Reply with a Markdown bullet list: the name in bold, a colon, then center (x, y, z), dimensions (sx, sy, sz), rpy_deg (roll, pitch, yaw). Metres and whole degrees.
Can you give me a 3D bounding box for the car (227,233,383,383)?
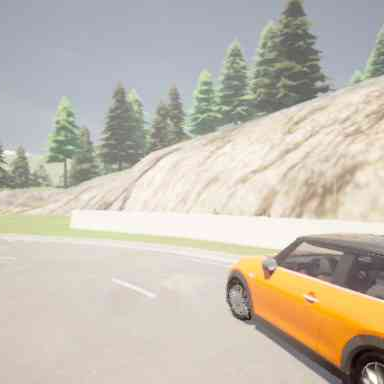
- **car**: center (2.246, 1.396, 4.979), dimensions (2.097, 1.767, 4.553), rpy_deg (0, -1, -19)
